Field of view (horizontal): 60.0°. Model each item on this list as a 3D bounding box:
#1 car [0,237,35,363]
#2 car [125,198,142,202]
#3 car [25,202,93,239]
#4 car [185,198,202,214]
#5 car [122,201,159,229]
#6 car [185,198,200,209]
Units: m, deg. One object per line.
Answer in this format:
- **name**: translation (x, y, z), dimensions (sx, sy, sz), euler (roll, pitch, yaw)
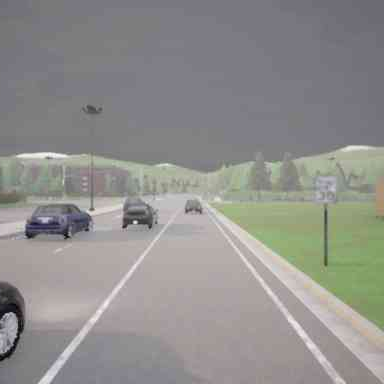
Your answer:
- **car**: translation (-3.377, 1.511, 2.996), dimensions (1.837, 1.490, 4.892), euler (0, 0, 0)
- **car**: translation (-6.838, 1.443, 39.763), dimensions (2.097, 1.767, 4.553), euler (0, 0, 0)
- **car**: translation (-6.872, 1.392, 17.676), dimensions (2.097, 1.767, 4.553), euler (0, 0, 0)
- **car**: translation (0.158, 1.688, 36.908), dimensions (1.895, 1.301, 4.718), euler (0, 0, 0)
- **car**: translation (-3.366, 1.556, 22.188), dimensions (1.837, 1.490, 4.892), euler (0, 0, 0)
- **car**: translation (0.081, 1.606, 48.319), dimensions (2.128, 1.511, 4.902), euler (0, 0, 0)
